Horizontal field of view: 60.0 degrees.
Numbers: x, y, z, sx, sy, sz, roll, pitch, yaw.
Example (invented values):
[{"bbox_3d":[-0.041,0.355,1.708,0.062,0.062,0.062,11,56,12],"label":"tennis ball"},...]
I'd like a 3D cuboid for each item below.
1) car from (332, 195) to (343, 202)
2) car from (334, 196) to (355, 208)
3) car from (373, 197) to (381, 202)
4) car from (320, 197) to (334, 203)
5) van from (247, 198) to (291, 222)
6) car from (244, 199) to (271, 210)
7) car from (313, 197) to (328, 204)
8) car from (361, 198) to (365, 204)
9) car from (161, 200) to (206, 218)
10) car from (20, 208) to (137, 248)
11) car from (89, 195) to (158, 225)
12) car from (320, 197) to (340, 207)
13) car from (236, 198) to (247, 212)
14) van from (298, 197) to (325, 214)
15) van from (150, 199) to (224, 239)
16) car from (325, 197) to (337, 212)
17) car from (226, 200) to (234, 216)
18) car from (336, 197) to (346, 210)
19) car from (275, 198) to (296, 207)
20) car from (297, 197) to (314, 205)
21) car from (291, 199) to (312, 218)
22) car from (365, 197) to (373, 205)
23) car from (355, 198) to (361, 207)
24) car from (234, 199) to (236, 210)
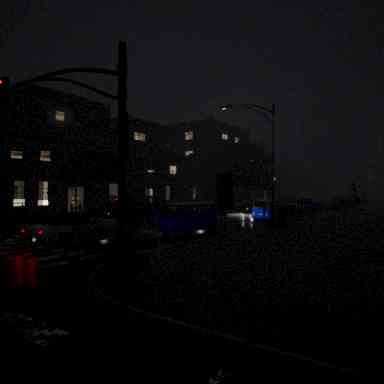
[{"bbox_3d":[37.502,1.713,85.739,1.967,1.590,4.097,0,0,35],"label":"car"},{"bbox_3d":[22.114,1.497,49.288,2.192,1.841,5.009,0,0,35],"label":"car"},{"bbox_3d":[44.347,1.899,80.904,1.947,1.339,4.313,0,0,35],"label":"car"},{"bbox_3d":[31.149,1.792,76.706,1.947,1.339,4.313,0,0,35],"label":"car"},{"bbox_3d":[6.232,1.436,26.704,1.690,1.788,3.998,0,0,35],"label":"van"},{"bbox_3d":[8.915,1.629,45.090,1.887,1.381,4.507,0,0,35],"label":"car"},{"bbox_3d":[27.875,1.729,72.050,1.752,1.417,4.829,0,0,35],"label":"car"},{"bbox_3d":[28.563,1.748,58.460,1.752,1.417,4.829,0,0,35],"label":"car"},{"bbox_3d":[-0.711,1.559,31.400,1.752,1.417,4.829,0,0,35],"label":"car"},{"bbox_3d":[-5.018,1.636,15.149,1.895,1.301,4.718,1,0,37],"label":"car"},{"bbox_3d":[-4.281,1.248,21.814,2.150,2.045,5.566,1,0,35],"label":"car"},{"bbox_3d":[22.747,1.658,54.689,1.882,1.535,5.008,1,0,35],"label":"car"},{"bbox_3d":[7.488,1.575,38.533,2.128,1.511,4.902,1,0,35],"label":"car"},{"bbox_3d":[12.584,1.469,35.737,1.690,1.788,3.998,0,0,35],"label":"van"},{"bbox_3d":[-0.121,1.407,17.670,1.690,1.788,3.998,0,0,35],"label":"van"},{"bbox_3d":[15.858,1.671,40.393,1.752,1.417,4.829,0,0,35],"label":"car"},{"bbox_3d":[1.530,1.530,30.077,1.882,1.535,5.008,1,0,35],"label":"car"},{"bbox_3d":[18.936,1.729,44.770,1.947,1.339,4.313,0,0,35],"label":"car"},{"bbox_3d":[15.268,1.666,54.122,1.887,1.381,4.507,0,0,35],"label":"car"},{"bbox_3d":[21.621,1.706,63.155,1.887,1.381,4.507,0,0,35],"label":"car"},{"bbox_3d":[9.407,1.656,31.220,1.887,1.381,4.507,0,0,35],"label":"car"},{"bbox_3d":[34.818,1.810,67.354,1.887,1.381,4.507,0,0,35],"label":"car"},{"bbox_3d":[25.290,1.517,53.805,2.192,1.841,5.009,0,0,35],"label":"car"},{"bbox_3d":[5.740,1.507,40.573,1.967,1.590,4.097,0,0,35],"label":"car"}]
